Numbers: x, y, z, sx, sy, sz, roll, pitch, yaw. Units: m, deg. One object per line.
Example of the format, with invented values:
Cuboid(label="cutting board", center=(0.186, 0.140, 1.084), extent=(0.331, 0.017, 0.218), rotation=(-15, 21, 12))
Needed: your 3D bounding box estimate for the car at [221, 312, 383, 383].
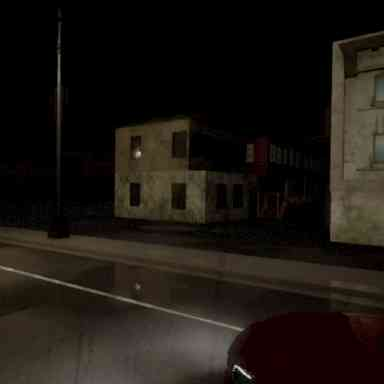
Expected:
Cuboid(label="car", center=(2.440, 1.527, 2.238), extent=(4.674, 1.442, 1.812), rotation=(0, 0, 35))
